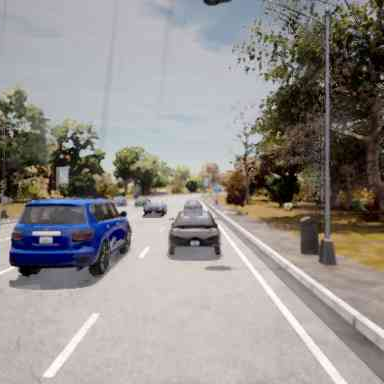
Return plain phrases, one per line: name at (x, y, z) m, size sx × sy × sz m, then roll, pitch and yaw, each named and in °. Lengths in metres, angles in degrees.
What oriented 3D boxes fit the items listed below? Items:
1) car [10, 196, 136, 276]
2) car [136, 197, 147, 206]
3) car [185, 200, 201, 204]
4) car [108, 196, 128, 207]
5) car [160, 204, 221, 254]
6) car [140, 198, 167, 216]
car at (-3.402, 1.203, 10.439) m, size 2.150 × 2.045 × 5.566 m, roll 0°, pitch 0°, yaw 0°
car at (-7.080, 1.386, 47.665) m, size 1.812 × 1.442 × 4.674 m, roll 0°, pitch 0°, yaw 0°
car at (0.094, 1.483, 32.099) m, size 2.033 × 1.411 × 5.357 m, roll 0°, pitch 0°, yaw 0°
car at (-10.578, 1.383, 48.087) m, size 1.812 × 1.442 × 4.674 m, roll 0°, pitch 0°, yaw 0°
car at (0.096, 1.466, 13.333) m, size 2.128 × 1.511 × 4.902 m, roll 0°, pitch 0°, yaw 0°
car at (-3.406, 1.538, 31.701) m, size 1.895 × 1.301 × 4.718 m, roll 0°, pitch 0°, yaw 0°
